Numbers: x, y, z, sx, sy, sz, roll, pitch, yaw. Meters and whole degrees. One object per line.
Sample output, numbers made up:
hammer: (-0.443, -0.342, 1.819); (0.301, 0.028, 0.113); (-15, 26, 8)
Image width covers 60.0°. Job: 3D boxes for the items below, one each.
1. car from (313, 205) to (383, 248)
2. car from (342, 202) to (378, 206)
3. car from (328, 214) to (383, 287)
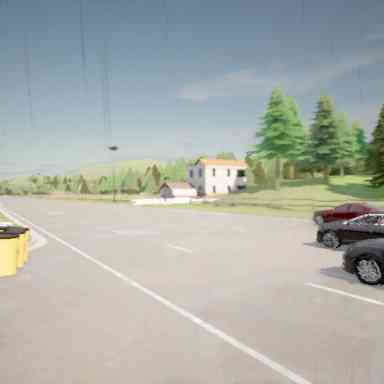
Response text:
car: (6.777, 1.423, 11.773); (2.128, 1.511, 4.902); (-1, 0, -32)
car: (9.739, 1.385, 20.178); (1.882, 1.535, 5.008); (-1, 0, -32)
car: (5.666, 1.446, 6.989); (1.837, 1.490, 4.892); (-1, 0, -32)
